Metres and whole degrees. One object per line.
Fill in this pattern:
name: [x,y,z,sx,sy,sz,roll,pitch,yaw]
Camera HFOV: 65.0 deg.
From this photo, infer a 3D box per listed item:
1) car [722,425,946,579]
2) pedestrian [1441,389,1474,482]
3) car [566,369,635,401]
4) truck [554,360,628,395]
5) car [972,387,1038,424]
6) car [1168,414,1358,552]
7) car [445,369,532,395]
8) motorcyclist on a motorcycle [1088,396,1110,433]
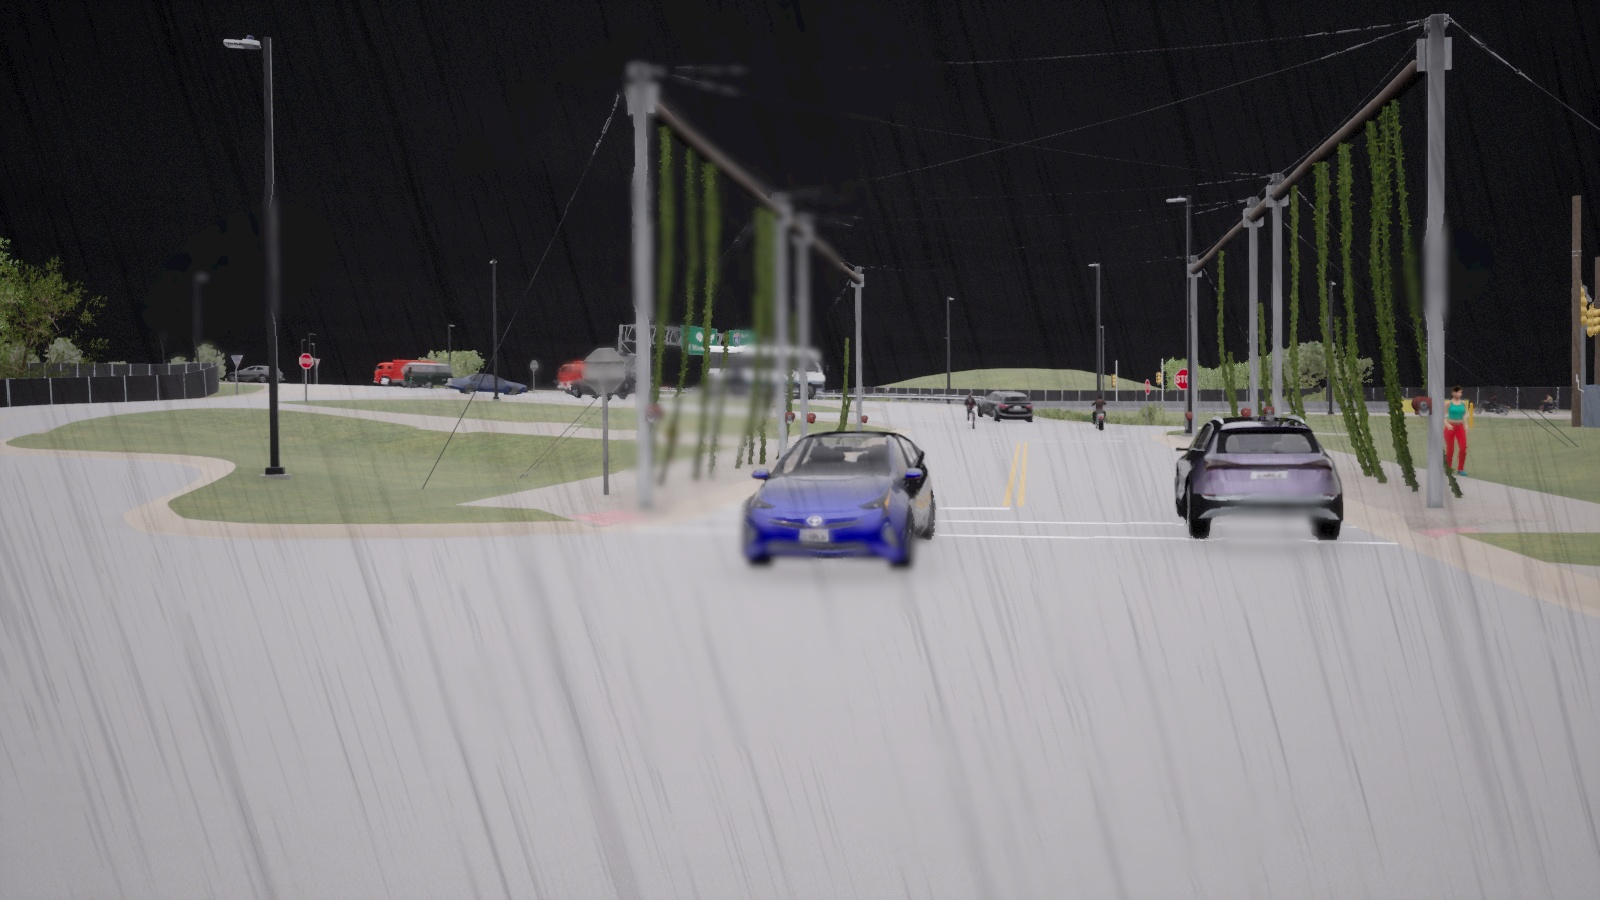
car: [0.606,0.502,15.552,2.007,1.525,4.514,0,2,12]
pedestrian: [13.111,-0.295,25.053,0.345,1.836,0.594,0,1,3]
car: [-13.750,-4.500,86.554,4.605,1.855,1.932,6,5,36]
truck: [-16.207,-5.633,97.781,2.627,2.467,5.204,6,4,37]
car: [11.615,-2.553,71.594,2.242,1.667,4.611,0,7,-10]
car: [6.504,0.342,18.183,2.033,1.649,4.856,0,2,14]
car: [-21.137,-4.613,85.137,5.357,1.411,2.033,2,4,-27]
motorcyclist on a motorcycle: [13.750,-1.641,57.745,0.766,1.649,2.350,0,3,9]
